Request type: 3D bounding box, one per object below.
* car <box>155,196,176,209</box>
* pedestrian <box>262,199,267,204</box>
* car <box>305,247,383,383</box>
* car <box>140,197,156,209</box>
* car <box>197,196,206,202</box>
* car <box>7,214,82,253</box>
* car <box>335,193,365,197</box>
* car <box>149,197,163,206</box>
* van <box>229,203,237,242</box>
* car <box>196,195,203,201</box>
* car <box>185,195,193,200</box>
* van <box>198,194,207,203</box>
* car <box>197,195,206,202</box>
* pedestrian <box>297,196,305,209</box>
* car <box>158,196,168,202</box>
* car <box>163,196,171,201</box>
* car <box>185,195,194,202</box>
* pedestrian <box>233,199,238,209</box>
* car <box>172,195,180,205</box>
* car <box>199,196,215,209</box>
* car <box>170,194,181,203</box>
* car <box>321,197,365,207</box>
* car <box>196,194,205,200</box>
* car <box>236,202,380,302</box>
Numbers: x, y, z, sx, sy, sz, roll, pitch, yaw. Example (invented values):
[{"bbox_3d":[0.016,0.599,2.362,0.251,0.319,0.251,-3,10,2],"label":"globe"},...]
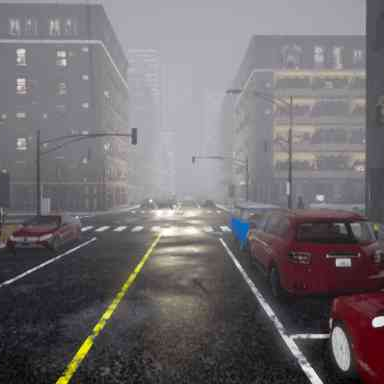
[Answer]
[{"bbox_3d":[-3.449,1.595,43.983,1.895,1.301,4.718,0,0,-1],"label":"car"},{"bbox_3d":[4.155,1.289,18.879,0.375,1.860,0.375,0,0,0],"label":"pedestrian"},{"bbox_3d":[2.667,1.544,2.652,1.887,1.381,4.507,0,0,0],"label":"car"},{"bbox_3d":[-6.080,1.561,46.043,1.947,1.339,4.313,0,0,0],"label":"car"},{"bbox_3d":[2.069,1.571,73.718,1.947,1.339,4.313,0,0,0],"label":"car"},{"bbox_3d":[-5.807,1.578,13.639,1.802,1.307,4.206,0,0,0],"label":"car"},{"bbox_3d":[15.484,1.025,33.350,5.009,1.841,2.192,-1,1,-1],"label":"car"},{"bbox_3d":[-6.173,1.564,57.090,1.947,1.339,4.313,0,0,0],"label":"car"},{"bbox_3d":[2.572,1.337,13.708,1.690,1.788,3.998,0,0,0],"label":"van"},{"bbox_3d":[1.927,1.541,90.457,1.752,1.417,4.829,0,0,0],"label":"car"},{"bbox_3d":[-0.715,1.440,85.569,1.895,1.301,4.718,0,0,0],"label":"car"},{"bbox_3d":[2.113,1.344,68.194,1.690,1.788,3.998,0,0,0],"label":"van"},{"bbox_3d":[2.255,1.562,51.624,1.947,1.339,4.313,0,0,0],"label":"car"},{"bbox_3d":[5.894,1.136,18.210,0.375,1.860,0.375,0,0,0],"label":"pedestrian"},{"bbox_3d":[-6.312,1.550,73.660,1.887,1.381,4.507,0,0,0],"label":"car"},{"bbox_3d":[-6.405,1.594,84.706,1.802,1.307,4.206,0,0,0],"label":"car"},{"bbox_3d":[-0.631,1.523,75.533,1.812,1.442,4.674,0,0,0],"label":"car"},{"bbox_3d":[2.553,1.289,19.467,0.375,1.860,0.375,0,0,0],"label":"pedestrian"},{"bbox_3d":[-3.554,1.561,57.353,1.994,1.385,4.181,0,0,0],"label":"car"},{"bbox_3d":[2.301,1.577,46.101,1.802,1.307,4.206,0,0,0],"label":"car"},{"bbox_3d":[-3.602,1.360,72.151,2.097,1.767,4.553,0,0,0],"label":"car"},{"bbox_3d":[13.373,1.362,30.739,4.718,1.301,1.895,-1,0,-1],"label":"car"},{"bbox_3d":[2.161,1.545,62.671,1.887,1.381,4.507,0,0,0],"label":"car"},{"bbox_3d":[2.618,1.313,8.180,2.192,1.841,5.009,0,0,0],"label":"car"}]
